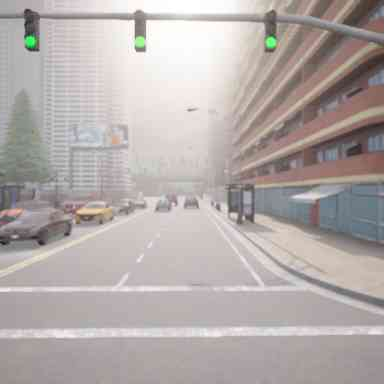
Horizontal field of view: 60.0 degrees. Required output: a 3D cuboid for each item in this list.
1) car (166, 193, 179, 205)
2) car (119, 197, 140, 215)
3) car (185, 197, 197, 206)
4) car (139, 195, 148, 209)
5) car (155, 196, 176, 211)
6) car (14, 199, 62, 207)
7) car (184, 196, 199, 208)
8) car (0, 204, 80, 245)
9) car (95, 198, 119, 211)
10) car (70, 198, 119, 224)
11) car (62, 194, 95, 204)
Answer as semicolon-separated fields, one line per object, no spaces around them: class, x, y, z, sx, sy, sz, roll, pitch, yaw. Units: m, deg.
car;-3.547;1.228;57.603;2.150;2.045;5.566;0;0;0
car;-7.160;1.494;34.494;2.128;1.511;4.902;0;0;0
car;-0.125;1.582;56.063;1.994;1.385;4.181;0;0;0
car;-7.124;1.526;44.718;1.812;1.442;4.674;0;0;0
car;-3.494;1.559;41.572;2.033;1.411;5.357;0;0;0
car;-10.645;1.347;21.783;2.097;1.767;4.553;0;0;0
car;-0.105;1.373;47.594;2.097;1.767;4.553;0;0;0
car;-7.117;1.533;15.676;1.812;1.442;4.674;0;0;0
car;-10.636;1.495;41.929;1.837;1.490;4.892;0;0;0
car;-7.151;1.482;25.015;1.882;1.535;5.008;0;0;0
car;-10.660;1.214;31.511;2.150;2.045;5.566;0;0;0
